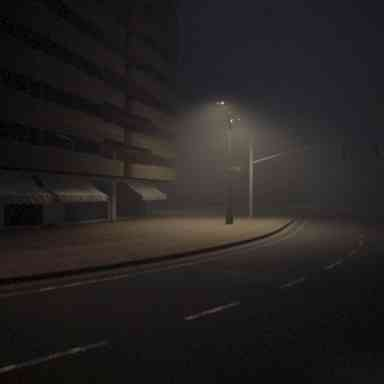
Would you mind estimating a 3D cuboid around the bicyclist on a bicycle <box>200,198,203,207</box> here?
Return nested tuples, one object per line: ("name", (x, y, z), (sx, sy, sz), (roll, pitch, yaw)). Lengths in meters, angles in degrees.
("bicyclist on a bicycle", (1.624, 1.766, 56.679), (0.582, 1.620, 1.656), (0, 0, 23))

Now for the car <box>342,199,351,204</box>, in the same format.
("car", (38.447, 2.386, 82.786), (1.994, 1.385, 4.181), (0, 0, 23))
